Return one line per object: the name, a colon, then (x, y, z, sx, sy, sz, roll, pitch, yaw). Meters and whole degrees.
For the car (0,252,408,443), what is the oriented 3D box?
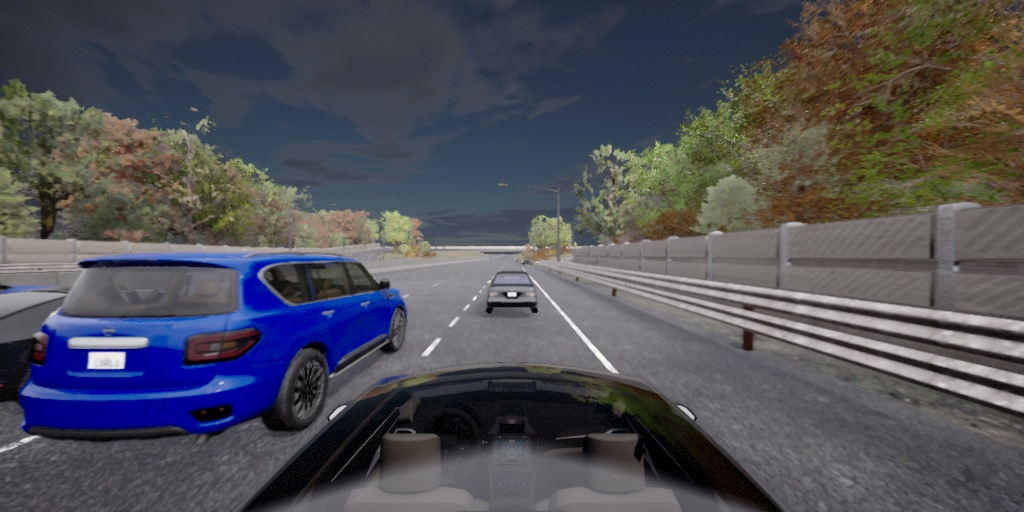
car: (-3.401, 0.967, 5.692, 2.150, 2.045, 5.566, 0, 0, 0)

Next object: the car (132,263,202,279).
car: (-31.551, 1.342, 32.992, 1.895, 1.301, 4.718, 0, 0, 1)

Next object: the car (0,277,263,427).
car: (-6.900, 1.250, 6.154, 1.837, 1.490, 4.892, 0, 0, 0)

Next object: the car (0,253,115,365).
car: (-10.401, 0.967, 5.643, 2.150, 2.045, 5.566, 0, 0, 0)

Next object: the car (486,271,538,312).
car: (-0.001, 1.287, 14.060, 2.033, 1.411, 5.357, 0, 0, 0)
